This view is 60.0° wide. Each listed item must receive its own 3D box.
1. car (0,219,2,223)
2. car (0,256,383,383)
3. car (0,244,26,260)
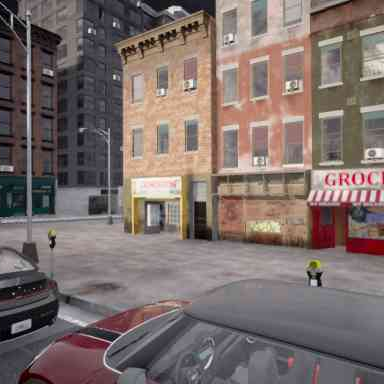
[{"bbox_3d":[-15.776,1.793,22.121,2.033,1.411,5.357,-1,-2,36],"label":"car"},{"bbox_3d":[0.440,1.440,2.504,4.097,1.590,1.967,0,0,35],"label":"car"},{"bbox_3d":[-4.044,1.552,5.695,4.403,1.369,2.008,0,0,35],"label":"car"}]
